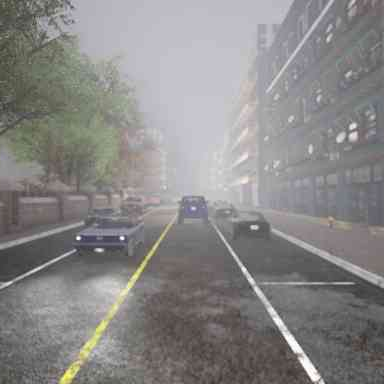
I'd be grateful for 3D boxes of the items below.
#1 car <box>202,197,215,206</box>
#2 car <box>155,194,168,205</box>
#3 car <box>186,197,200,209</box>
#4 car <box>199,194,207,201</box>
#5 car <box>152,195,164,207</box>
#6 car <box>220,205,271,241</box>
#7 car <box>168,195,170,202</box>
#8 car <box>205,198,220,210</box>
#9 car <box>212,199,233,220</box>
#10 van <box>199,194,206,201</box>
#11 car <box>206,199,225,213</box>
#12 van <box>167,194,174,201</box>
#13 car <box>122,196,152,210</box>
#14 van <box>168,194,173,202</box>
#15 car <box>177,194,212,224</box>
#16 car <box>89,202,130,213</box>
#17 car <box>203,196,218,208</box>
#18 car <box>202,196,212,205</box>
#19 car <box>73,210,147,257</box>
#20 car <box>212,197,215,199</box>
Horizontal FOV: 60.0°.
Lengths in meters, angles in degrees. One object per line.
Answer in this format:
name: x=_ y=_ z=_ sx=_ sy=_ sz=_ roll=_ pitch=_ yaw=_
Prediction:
car: x=2.696 y=1.568 z=55.142 sx=1.802 sy=1.307 sz=4.206 roll=1 pitch=0 yaw=0
car: x=-5.679 y=1.301 z=55.141 sx=2.192 sy=1.841 sz=5.009 roll=1 pitch=0 yaw=0
car: x=0.095 y=1.513 z=46.117 sx=1.812 sy=1.442 sz=4.674 roll=0 pitch=0 yaw=0
car: x=2.665 y=1.421 z=82.759 sx=1.967 sy=1.590 sz=4.097 roll=1 pitch=0 yaw=0
car: x=-5.682 y=1.532 z=49.618 sx=1.887 sy=1.381 sz=4.507 roll=1 pitch=0 yaw=0
car: x=2.700 y=1.562 z=16.477 sx=1.947 sy=1.339 sz=4.313 roll=1 pitch=0 yaw=0
car: x=-5.684 y=1.530 z=60.665 sx=1.887 sy=1.381 sz=4.507 roll=1 pitch=0 yaw=0
car: x=2.699 y=1.514 z=44.265 sx=1.752 sy=1.417 sz=4.829 roll=1 pitch=0 yaw=0
car: x=2.700 y=1.559 z=27.526 sx=1.947 sy=1.339 sz=4.313 roll=1 pitch=0 yaw=0
van: x=2.664 y=1.321 z=88.282 sx=1.690 sy=1.788 sz=3.998 roll=1 pitch=0 yaw=0
car: x=2.699 y=1.535 z=38.571 sx=1.887 sy=1.381 sz=4.507 roll=1 pitch=0 yaw=0
van: x=-5.650 y=1.321 z=88.283 sx=1.690 sy=1.788 sz=3.998 roll=1 pitch=0 yaw=0
car: x=-5.676 y=1.306 z=33.048 sx=2.192 sy=1.841 sz=5.009 roll=1 pitch=0 yaw=0
van: x=-5.690 y=1.324 z=71.712 sx=1.690 sy=1.788 sz=3.998 roll=1 pitch=0 yaw=0
car: x=0.087 y=1.215 z=25.148 sx=2.150 sy=2.045 sz=5.566 roll=0 pitch=0 yaw=0
car: x=-5.679 y=1.560 z=22.001 sx=1.947 sy=1.339 sz=4.313 roll=1 pitch=0 yaw=0
car: x=2.700 y=1.427 z=49.619 sx=1.967 sy=1.590 sz=4.097 roll=1 pitch=0 yaw=0
car: x=2.697 y=1.510 z=60.835 sx=1.752 sy=1.417 sz=4.829 roll=1 pitch=0 yaw=0
car: x=-3.010 y=1.598 z=13.085 sx=1.895 sy=1.301 sz=4.718 roll=0 pitch=0 yaw=0
car: x=2.702 y=1.431 z=33.049 sx=1.967 sy=1.590 sz=4.097 roll=1 pitch=0 yaw=0
